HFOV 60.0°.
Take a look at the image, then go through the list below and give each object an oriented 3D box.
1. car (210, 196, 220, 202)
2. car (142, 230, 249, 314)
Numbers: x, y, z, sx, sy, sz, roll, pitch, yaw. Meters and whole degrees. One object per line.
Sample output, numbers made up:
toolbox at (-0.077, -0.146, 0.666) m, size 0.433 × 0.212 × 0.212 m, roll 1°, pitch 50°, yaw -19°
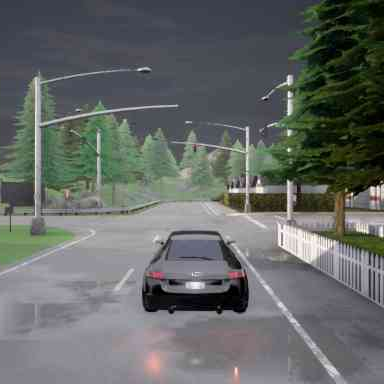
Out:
car at (6.703, 1.524, 72.905) m, size 5.357 × 1.411 × 2.033 m, roll 0°, pitch 0°, yaw -22°
car at (0.075, 1.564, 7.686) m, size 1.994 × 1.385 × 4.181 m, roll 0°, pitch 0°, yaw 1°
